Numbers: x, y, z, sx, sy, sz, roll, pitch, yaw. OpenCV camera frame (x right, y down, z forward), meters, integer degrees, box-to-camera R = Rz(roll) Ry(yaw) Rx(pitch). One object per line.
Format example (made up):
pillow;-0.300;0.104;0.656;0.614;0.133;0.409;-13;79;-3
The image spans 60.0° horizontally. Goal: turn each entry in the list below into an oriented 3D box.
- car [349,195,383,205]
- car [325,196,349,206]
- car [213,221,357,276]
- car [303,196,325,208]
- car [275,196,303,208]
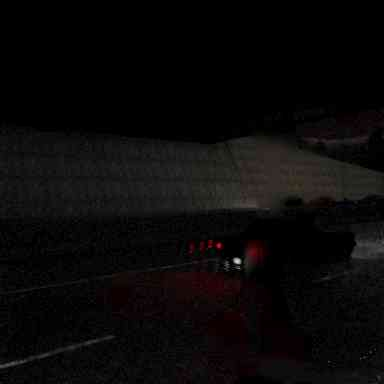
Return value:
car;18.843;1.100;34.579;4.553;1.767;2.097;0;0;-35
car;17.741;1.340;38.092;4.718;1.301;1.895;0;0;-35
car;3.016;1.542;10.194;4.718;1.301;1.895;-1;0;-35
car;16.306;1.259;41.362;4.674;1.442;1.812;0;0;-35
car;12.875;1.272;43.215;4.674;1.442;1.812;0;0;-35
